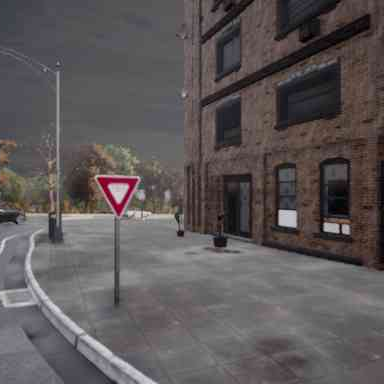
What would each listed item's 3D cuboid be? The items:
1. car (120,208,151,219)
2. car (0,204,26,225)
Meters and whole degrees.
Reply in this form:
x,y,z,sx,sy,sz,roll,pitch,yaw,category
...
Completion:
x,y,z,sx,sy,sz,roll,pitch,yaw,category
-6.727,2.488,38.656,1.895,1.301,4.718,0,-3,27,car
-13.111,1.503,21.889,1.837,1.490,4.892,-1,-1,11,car
